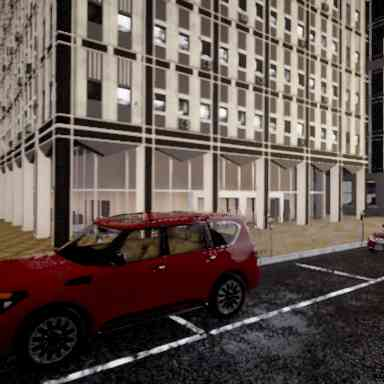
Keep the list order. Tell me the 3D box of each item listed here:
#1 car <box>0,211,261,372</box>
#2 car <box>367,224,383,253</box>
[{"bbox_3d":[-0.969,1.325,5.862,5.009,1.841,2.192,0,0,-36],"label":"car"},{"bbox_3d":[8.266,1.592,12.460,4.206,1.307,1.802,0,0,-36],"label":"car"}]
